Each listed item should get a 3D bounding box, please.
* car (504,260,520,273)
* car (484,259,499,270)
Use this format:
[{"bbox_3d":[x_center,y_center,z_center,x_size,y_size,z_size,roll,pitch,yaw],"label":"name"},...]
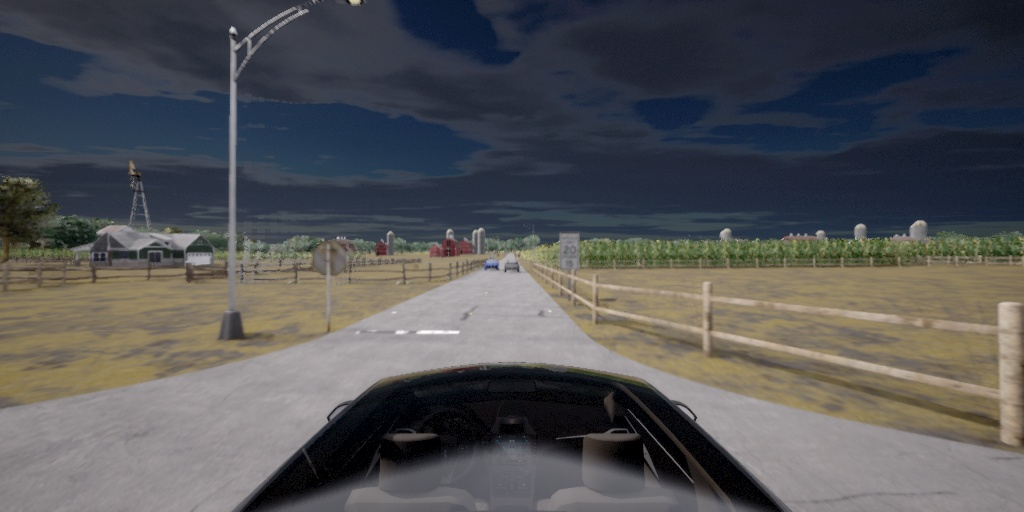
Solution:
[{"bbox_3d":[-0.005,1.193,43.769,2.128,1.511,4.902,0,0,0],"label":"car"},{"bbox_3d":[-2.756,1.168,49.599,1.882,1.535,5.008,0,0,0],"label":"car"}]
